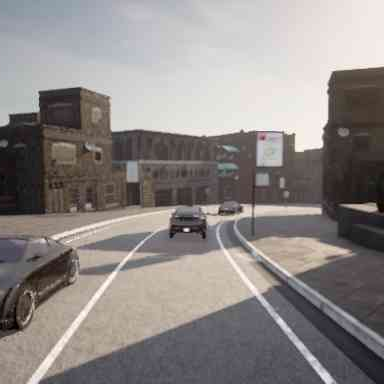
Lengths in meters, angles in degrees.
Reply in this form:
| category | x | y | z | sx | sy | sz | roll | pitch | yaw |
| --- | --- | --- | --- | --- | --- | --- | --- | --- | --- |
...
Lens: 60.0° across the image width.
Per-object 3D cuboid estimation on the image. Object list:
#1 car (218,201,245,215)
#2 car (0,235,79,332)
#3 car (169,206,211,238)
| category | x | y | z | sx | sy | sz | roll | pitch | yaw |
| --- | --- | --- | --- | --- | --- | --- | --- | --- | --- |
| car | 4.306 | 1.692 | 35.908 | 1.994 | 1.385 | 4.181 | 2 | 0 | 23 |
| car | -3.804 | 1.600 | 6.771 | 1.994 | 1.385 | 4.181 | -1 | 0 | -2 |
| car | -0.092 | 1.533 | 18.015 | 1.837 | 1.490 | 4.892 | 0 | 0 | 4 |
